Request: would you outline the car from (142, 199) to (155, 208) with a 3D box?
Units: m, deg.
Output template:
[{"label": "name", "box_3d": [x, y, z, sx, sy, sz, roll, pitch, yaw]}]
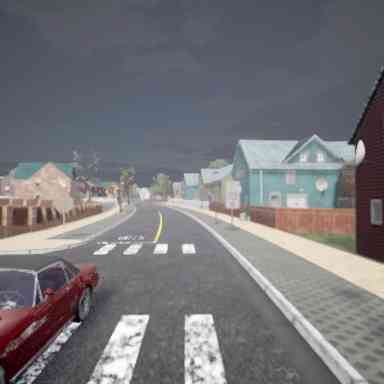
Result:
[{"label": "car", "box_3d": [-6.640, 1.819, 50.795, 2.097, 1.767, 4.553, 0, -1, -9]}]

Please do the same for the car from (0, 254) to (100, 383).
[{"label": "car", "box_3d": [-2.809, 1.663, 4.639, 1.895, 1.301, 4.718, 0, -1, -1]}]
